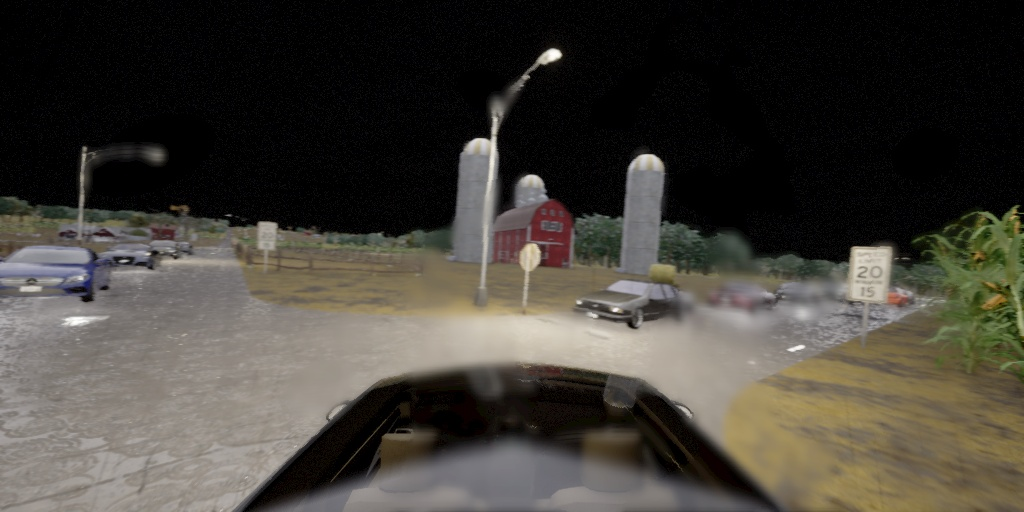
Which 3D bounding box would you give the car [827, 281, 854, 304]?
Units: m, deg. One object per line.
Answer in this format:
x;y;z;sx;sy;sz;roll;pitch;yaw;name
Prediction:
27.142;2.997;30.261;4.553;1.767;2.097;5;1;-38;car

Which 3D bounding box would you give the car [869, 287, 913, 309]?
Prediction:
31.550;3.382;30.081;4.553;1.767;2.097;5;1;-38;car

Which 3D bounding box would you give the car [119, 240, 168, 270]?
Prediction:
-20.382;-0.020;19.299;1.994;1.385;4.181;3;0;-38;car

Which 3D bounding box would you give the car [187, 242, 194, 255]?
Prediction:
-34.070;-0.836;36.837;1.994;1.385;4.181;3;0;-38;car

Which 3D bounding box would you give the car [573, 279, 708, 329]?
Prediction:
4.511;1.545;12.539;5.357;1.411;2.033;4;1;-40;car

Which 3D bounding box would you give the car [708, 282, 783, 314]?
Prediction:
11.764;2.056;18.276;4.181;1.385;1.994;4;1;-38;car

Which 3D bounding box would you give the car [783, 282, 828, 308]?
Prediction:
19.214;2.538;24.095;4.892;1.490;1.837;4;1;-38;car

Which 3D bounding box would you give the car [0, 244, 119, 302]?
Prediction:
-12.989;0.426;10.241;1.812;1.442;4.674;3;0;-43;car

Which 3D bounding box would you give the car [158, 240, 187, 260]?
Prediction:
-27.627;-0.532;28.535;1.837;1.490;4.892;3;0;-38;car

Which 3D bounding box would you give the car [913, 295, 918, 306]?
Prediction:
39.251;4.194;36.194;4.674;1.442;1.812;5;1;-38;car
